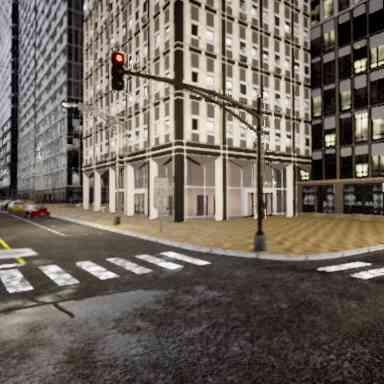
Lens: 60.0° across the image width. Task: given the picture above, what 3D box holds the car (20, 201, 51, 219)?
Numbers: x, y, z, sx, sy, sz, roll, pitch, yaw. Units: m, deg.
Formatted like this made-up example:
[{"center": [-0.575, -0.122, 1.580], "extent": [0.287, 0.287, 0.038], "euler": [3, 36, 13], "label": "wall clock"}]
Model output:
[{"center": [-13.733, 1.687, 29.552], "extent": [1.802, 1.307, 4.206], "euler": [2, -1, -36], "label": "car"}]

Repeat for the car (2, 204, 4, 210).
[{"center": [-23.472, 1.695, 43.159], "extent": [1.947, 1.339, 4.313], "euler": [2, -1, -36], "label": "car"}]

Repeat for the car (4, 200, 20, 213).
[{"center": [-20.324, 1.646, 38.763], "extent": [1.752, 1.417, 4.829], "euler": [2, -1, -36], "label": "car"}]
